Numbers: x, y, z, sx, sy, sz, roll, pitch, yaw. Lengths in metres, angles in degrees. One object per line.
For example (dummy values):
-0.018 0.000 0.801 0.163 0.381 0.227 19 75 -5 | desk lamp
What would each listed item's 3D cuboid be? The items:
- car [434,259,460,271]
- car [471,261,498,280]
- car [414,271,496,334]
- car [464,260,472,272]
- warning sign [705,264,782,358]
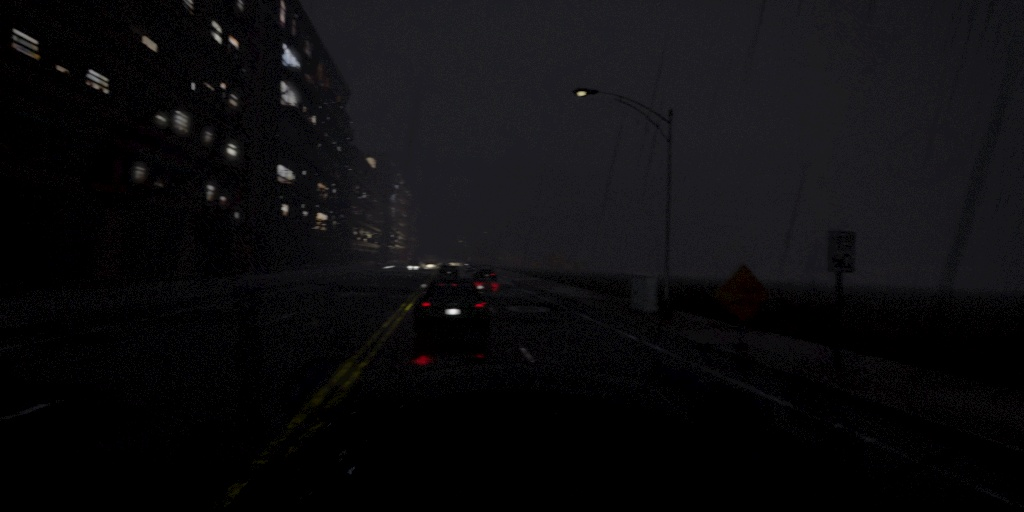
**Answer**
-6.213 1.337 35.330 2.128 1.511 4.902 2 0 -10 | car
-2.517 1.478 33.032 1.812 1.442 4.674 2 0 -10 | car
-1.787 1.337 10.723 1.994 1.385 4.181 2 -1 -10 | car
-5.156 1.557 47.768 1.994 1.385 4.181 2 0 -10 | car
4.852 1.088 7.595 1.300 1.860 1.060 0 0 -10 | warning sign
